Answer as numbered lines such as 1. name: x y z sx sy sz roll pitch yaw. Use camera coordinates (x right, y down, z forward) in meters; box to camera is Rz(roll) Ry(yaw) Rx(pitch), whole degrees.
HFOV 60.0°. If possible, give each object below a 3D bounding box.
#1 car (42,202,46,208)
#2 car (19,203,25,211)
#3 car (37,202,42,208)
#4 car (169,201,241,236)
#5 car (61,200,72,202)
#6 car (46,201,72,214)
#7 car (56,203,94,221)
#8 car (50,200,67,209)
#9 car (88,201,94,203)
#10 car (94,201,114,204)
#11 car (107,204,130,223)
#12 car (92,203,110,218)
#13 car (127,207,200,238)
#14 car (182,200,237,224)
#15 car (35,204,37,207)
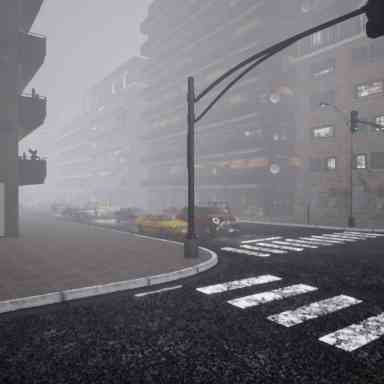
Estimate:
1. car: -31.877 2.973 75.406 1.947 1.339 4.313 -1 0 -36
2. car: -31.929 2.770 61.288 1.887 1.381 4.507 -1 0 -36
3. car: -35.209 3.049 79.986 1.887 1.381 4.507 -1 0 -36
4. car: 0.885 1.635 20.617 2.097 1.767 4.553 0 -1 -36
5. car: -19.593 2.530 54.195 2.033 1.411 5.357 0 -1 -36
6. car: -19.585 2.438 48.901 1.812 1.442 4.674 0 -1 -36
7. car: -11.939 2.163 33.808 1.887 1.381 4.507 -1 0 -36
8. car: -28.552 2.623 70.827 2.192 1.841 5.009 -1 0 -36
9. car: -16.451 2.307 54.996 2.097 1.767 4.553 0 -1 -36
10. car: -12.431 2.290 49.534 1.801 1.575 5.366 0 -1 -36
11. car: -5.142 2.017 28.891 2.033 1.411 5.357 0 -1 -36
12. car: -11.187 2.255 37.213 1.895 1.301 4.718 0 -1 -36
13. car: -1.844 1.833 19.930 1.752 1.417 4.829 -1 0 -36
14. car: 1.432 1.713 29.608 2.192 1.841 5.009 -1 0 -36
15. car: -38.536 3.168 84.569 1.947 1.339 4.313 -1 0 -36
